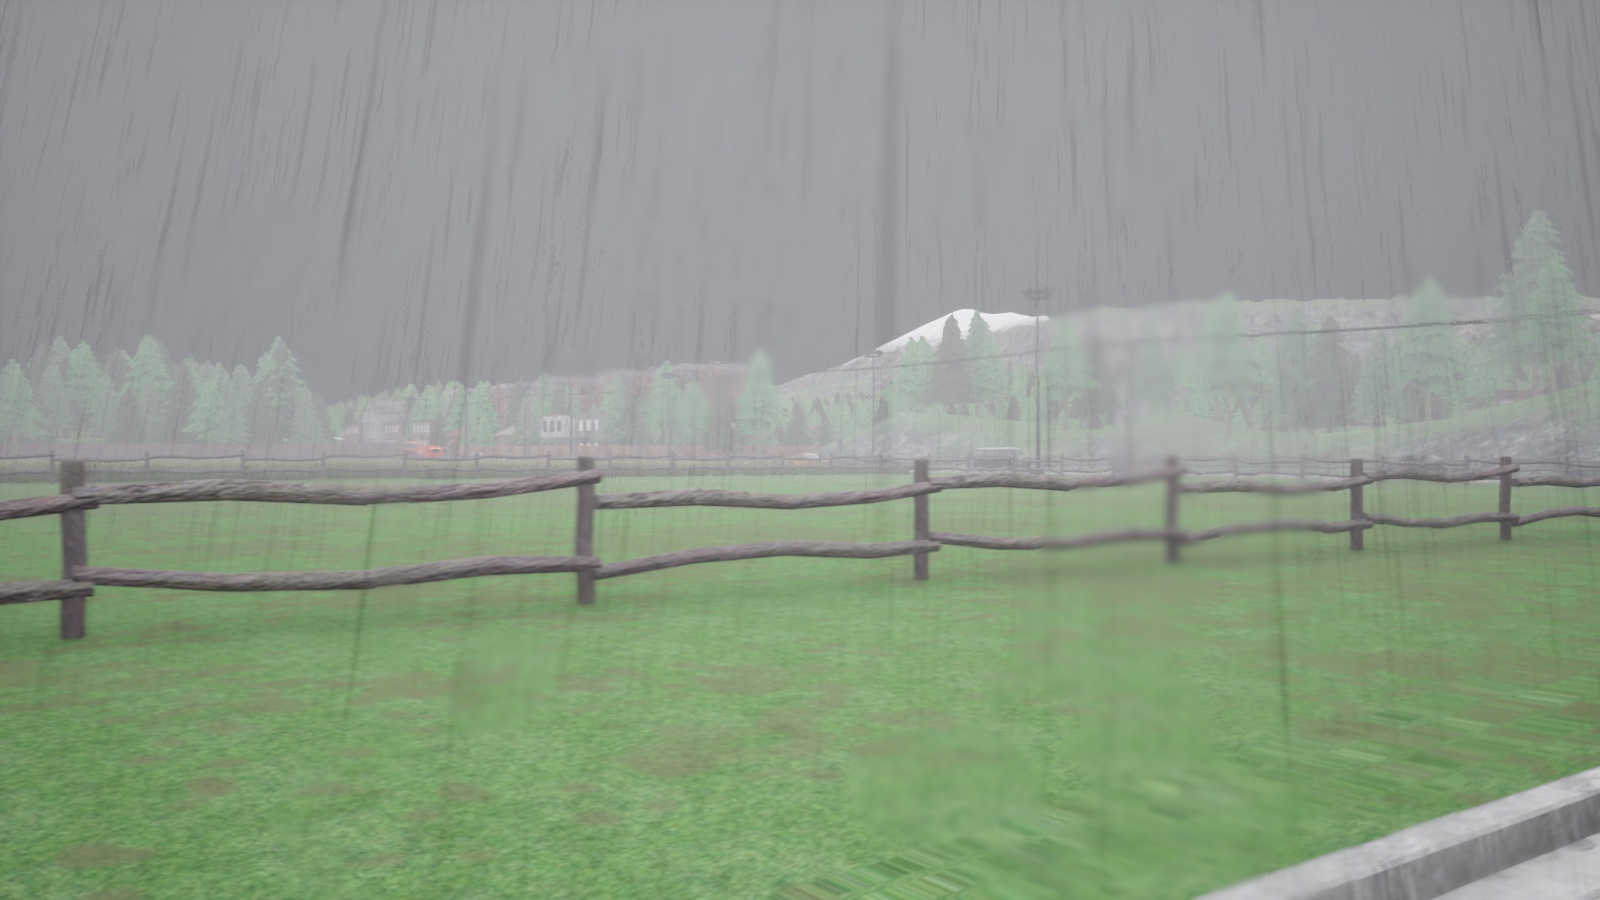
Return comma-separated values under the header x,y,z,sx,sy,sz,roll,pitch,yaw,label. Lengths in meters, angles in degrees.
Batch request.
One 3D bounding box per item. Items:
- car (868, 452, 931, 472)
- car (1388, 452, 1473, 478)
x,y,z,sx,sy,sz,roll,pitch,yaw,label
7.697,0.940,97.555,2.128,1.511,4.902,0,0,-36,car
37.522,0.871,74.823,1.816,1.474,4.193,0,0,-36,car
